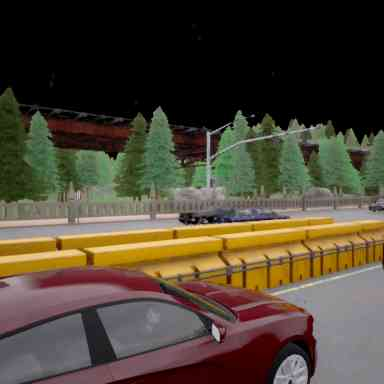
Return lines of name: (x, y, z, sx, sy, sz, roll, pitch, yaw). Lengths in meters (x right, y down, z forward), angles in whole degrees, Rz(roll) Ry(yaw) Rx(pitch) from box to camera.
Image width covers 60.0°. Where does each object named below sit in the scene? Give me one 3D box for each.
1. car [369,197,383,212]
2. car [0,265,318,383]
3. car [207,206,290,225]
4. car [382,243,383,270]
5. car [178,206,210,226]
car: (21.410, 1.352, 36.453, 4.553, 1.767, 2.097, 0, 0, -35)
car: (-0.866, 1.478, 3.127, 5.008, 1.535, 1.882, 0, 0, -35)
car: (3.466, 1.601, 19.359, 4.718, 1.301, 1.895, 0, 0, -35)
car: (6.953, 1.478, 8.731, 5.008, 1.535, 1.882, 0, 0, -35)
car: (1.422, 1.601, 22.200, 4.718, 1.301, 1.895, 0, 0, -35)
